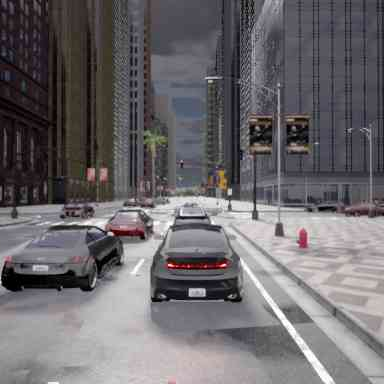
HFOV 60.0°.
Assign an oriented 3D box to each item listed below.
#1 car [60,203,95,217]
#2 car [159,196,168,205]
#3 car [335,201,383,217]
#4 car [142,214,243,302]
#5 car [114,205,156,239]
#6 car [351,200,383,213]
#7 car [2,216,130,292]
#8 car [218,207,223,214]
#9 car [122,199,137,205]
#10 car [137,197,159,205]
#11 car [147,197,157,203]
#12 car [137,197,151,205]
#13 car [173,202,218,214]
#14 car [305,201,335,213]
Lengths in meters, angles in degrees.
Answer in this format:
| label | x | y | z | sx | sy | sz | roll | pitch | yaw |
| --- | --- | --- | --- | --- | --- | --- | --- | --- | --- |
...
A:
| label | x | y | z | sx | sy | sz | roll | pitch | yaw |
| --- | --- | --- | --- | --- | --- | --- | --- | --- | --- |
| car | -9.887 | 1.652 | 28.976 | 1.994 | 1.385 | 4.181 | 0 | 0 | 0 |
| car | -6.585 | 1.708 | 68.477 | 2.097 | 1.767 | 4.553 | 0 | 0 | 0 |
| car | 15.281 | 1.572 | 29.274 | 4.206 | 1.307 | 1.802 | 0 | 0 | -1 |
| car | 0.091 | 1.514 | 8.234 | 1.837 | 1.490 | 4.892 | 0 | 0 | 0 |
| car | -3.170 | 1.599 | 17.409 | 1.994 | 1.385 | 4.181 | 0 | 0 | 0 |
| car | 20.779 | 1.636 | 37.892 | 4.313 | 1.339 | 1.947 | 0 | 0 | -1 |
| car | -3.166 | 1.574 | 9.010 | 1.994 | 1.385 | 4.181 | 0 | 0 | 1 |
| car | 0.626 | 1.689 | 32.955 | 4.718 | 1.301 | 1.895 | -1 | -1 | 26 |
| car | -9.908 | 1.796 | 53.937 | 2.033 | 1.411 | 5.357 | 0 | 0 | 0 |
| car | -6.656 | 1.702 | 50.416 | 1.882 | 1.535 | 5.008 | 0 | 0 | 0 |
| car | -9.850 | 2.010 | 82.542 | 1.994 | 1.385 | 4.181 | 0 | 0 | 0 |
| car | -9.834 | 1.856 | 68.919 | 2.128 | 1.511 | 4.902 | 0 | 0 | 0 |
| car | 0.029 | 1.527 | 17.555 | 2.128 | 1.511 | 4.902 | 0 | 0 | 0 |
| car | 15.140 | 1.655 | 37.797 | 4.313 | 1.339 | 1.947 | 0 | 0 | -1 |
